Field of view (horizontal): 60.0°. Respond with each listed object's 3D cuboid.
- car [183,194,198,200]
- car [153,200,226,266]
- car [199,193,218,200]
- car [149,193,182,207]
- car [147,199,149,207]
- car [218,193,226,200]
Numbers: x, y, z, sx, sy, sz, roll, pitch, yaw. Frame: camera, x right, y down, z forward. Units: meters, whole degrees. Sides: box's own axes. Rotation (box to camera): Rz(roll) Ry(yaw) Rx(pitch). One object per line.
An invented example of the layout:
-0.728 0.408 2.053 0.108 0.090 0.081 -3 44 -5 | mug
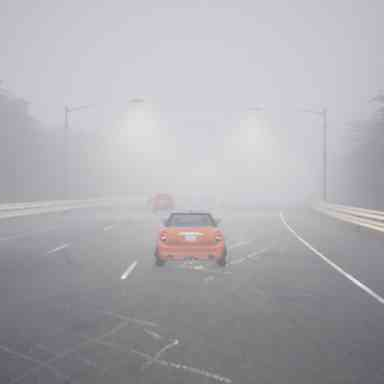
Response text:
0.136 1.348 65.180 2.128 1.511 4.902 0 0 8 | car
-0.017 1.345 11.681 2.097 1.767 4.553 0 0 0 | car
3.015 1.230 60.210 2.097 1.767 4.553 0 0 7 | car
-2.724 1.156 35.347 2.150 2.045 5.566 0 0 4 | car
-5.225 1.399 48.167 1.837 1.490 4.892 0 0 5 | car
7.085 1.388 87.547 1.895 1.301 4.718 0 0 11 | car
